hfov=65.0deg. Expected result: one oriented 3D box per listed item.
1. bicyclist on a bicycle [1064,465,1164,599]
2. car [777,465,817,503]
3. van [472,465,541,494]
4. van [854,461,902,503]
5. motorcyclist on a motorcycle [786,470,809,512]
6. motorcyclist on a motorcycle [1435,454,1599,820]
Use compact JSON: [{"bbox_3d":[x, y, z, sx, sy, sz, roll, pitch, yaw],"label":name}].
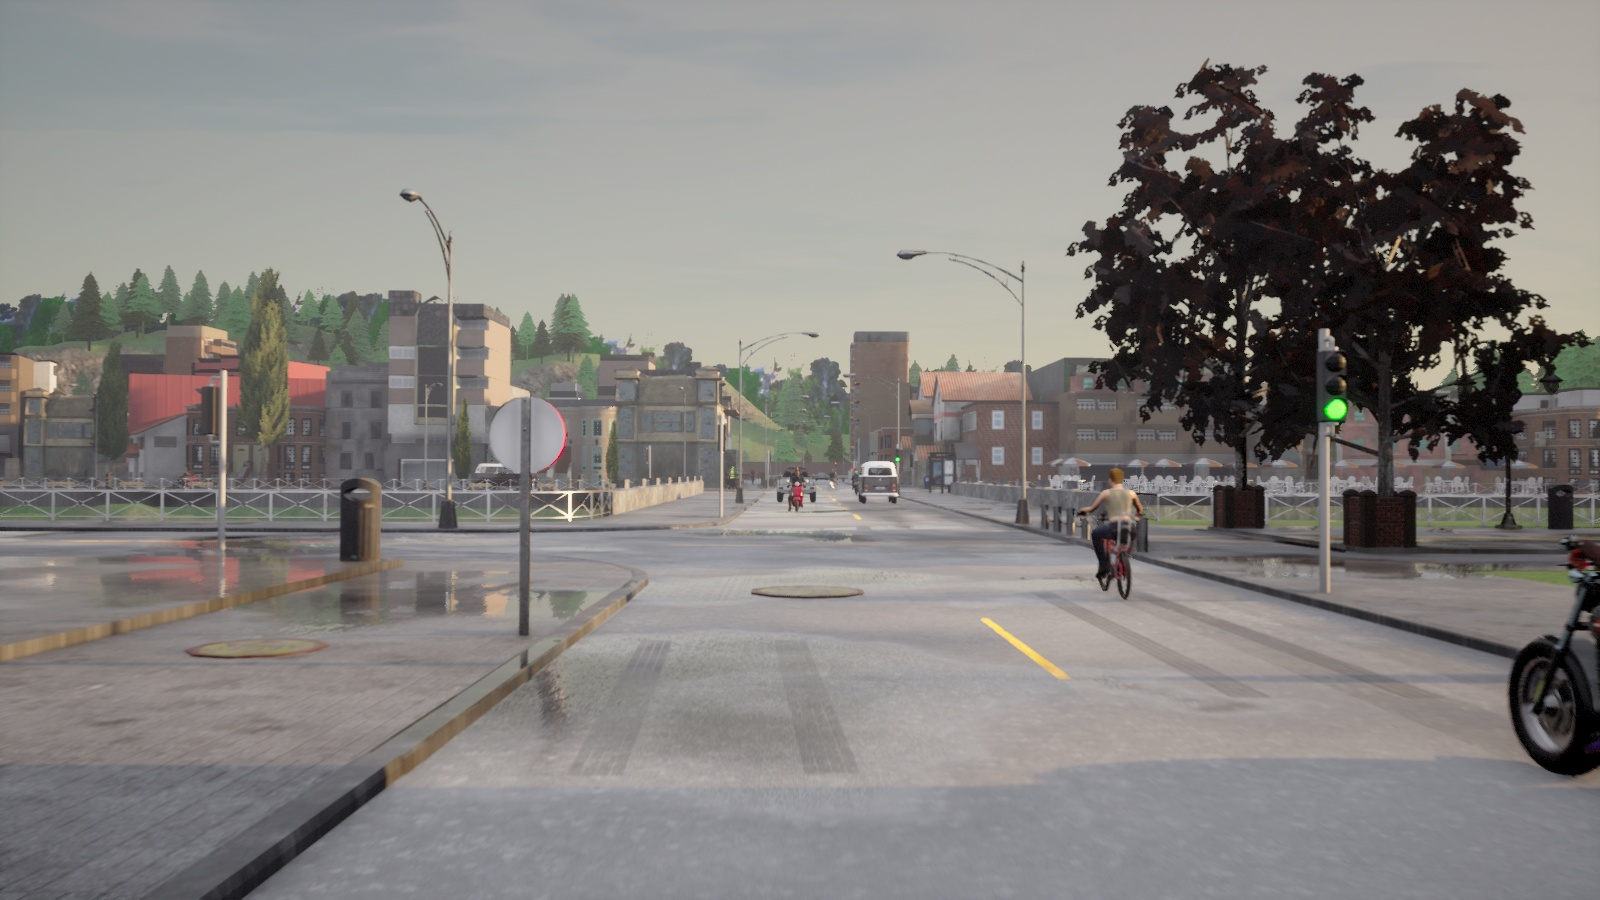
[{"bbox_3d":[3.963,1.003,15.964,0.866,1.612,1.509,0,-1,0],"label":"bicyclist on a bicycle"},{"bbox_3d":[-0.157,1.697,63.622,1.932,1.855,4.605,0,-1,0],"label":"car"},{"bbox_3d":[-21.179,2.142,90.747,4.480,2.038,2.069,0,-1,0],"label":"van"},{"bbox_3d":[3.844,1.568,62.431,2.069,2.038,4.480,0,-1,0],"label":"van"},{"bbox_3d":[-0.096,1.589,48.985,0.866,1.590,1.817,0,-1,1],"label":"motorcyclist on a motorcycle"},{"bbox_3d":[3.985,0.848,5.915,0.766,1.649,2.350,0,-1,0],"label":"motorcyclist on a motorcycle"}]
